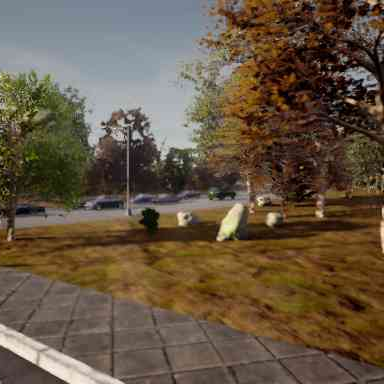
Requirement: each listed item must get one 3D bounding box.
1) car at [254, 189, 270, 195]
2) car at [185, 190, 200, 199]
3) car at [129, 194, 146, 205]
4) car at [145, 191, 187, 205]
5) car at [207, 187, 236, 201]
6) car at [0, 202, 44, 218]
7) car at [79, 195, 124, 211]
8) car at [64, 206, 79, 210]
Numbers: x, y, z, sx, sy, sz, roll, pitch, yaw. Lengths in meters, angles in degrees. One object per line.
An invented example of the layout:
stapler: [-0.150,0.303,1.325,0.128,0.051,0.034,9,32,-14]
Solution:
car: [13.416,-0.204,62.870,1.994,1.385,4.181,0,3,35]
car: [-0.614,0.429,56.259,2.128,1.511,4.902,0,3,39]
car: [-7.143,0.971,48.204,1.812,1.442,4.674,0,3,39]
car: [-3.599,0.925,47.041,2.033,1.411,5.357,0,3,39]
car: [4.592,0.172,51.340,2.150,2.045,5.566,0,3,39]
car: [-16.513,1.608,30.996,1.895,1.301,4.718,0,1,39]
car: [-10.262,1.143,38.767,2.097,1.767,4.553,0,2,39]
car: [-13.331,1.362,40.539,2.033,1.411,5.357,0,2,39]
